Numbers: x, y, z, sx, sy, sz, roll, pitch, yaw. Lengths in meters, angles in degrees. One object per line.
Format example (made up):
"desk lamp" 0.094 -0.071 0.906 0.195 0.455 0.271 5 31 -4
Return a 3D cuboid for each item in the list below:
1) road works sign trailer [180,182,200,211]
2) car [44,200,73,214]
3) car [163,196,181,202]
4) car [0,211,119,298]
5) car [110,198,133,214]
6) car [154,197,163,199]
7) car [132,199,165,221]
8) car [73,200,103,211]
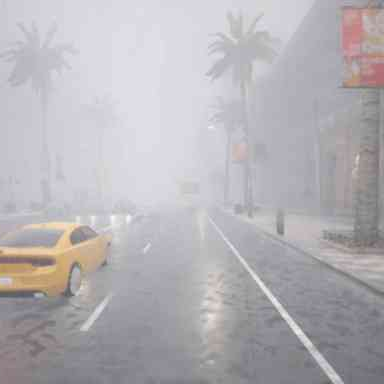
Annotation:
"road works sign trailer" -0.336 0.588 41.783 2.380 3.560 2.880 0 0 0
"car" -13.865 1.598 35.021 2.231 1.521 4.892 0 0 0
"car" -4.183 1.589 76.556 1.895 1.301 4.718 0 0 21
"car" -3.476 1.507 8.650 1.882 1.535 5.008 0 0 0
"car" -7.378 1.466 36.016 2.097 1.767 4.553 0 0 0
"car" -7.749 1.774 77.095 1.895 1.301 4.718 0 0 21
"car" -3.637 1.613 28.374 1.812 1.442 4.674 0 0 -1
"car" -10.877 1.642 35.884 1.812 1.442 4.674 0 0 0
